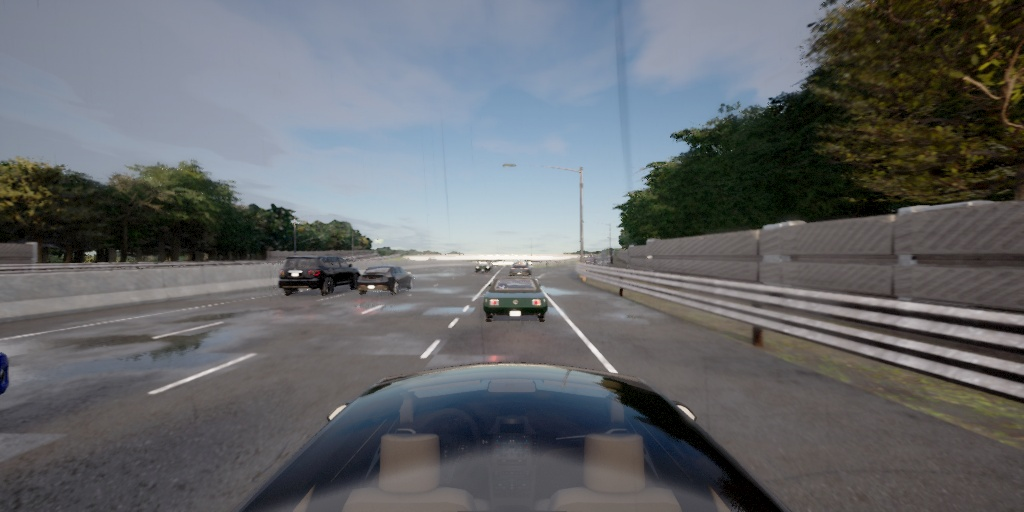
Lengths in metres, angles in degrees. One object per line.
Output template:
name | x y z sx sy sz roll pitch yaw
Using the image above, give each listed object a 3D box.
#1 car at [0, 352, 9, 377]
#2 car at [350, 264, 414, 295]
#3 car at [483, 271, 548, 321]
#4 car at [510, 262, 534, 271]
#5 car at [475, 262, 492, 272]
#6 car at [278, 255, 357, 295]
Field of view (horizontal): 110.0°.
car | -6.900 0.972 1.656 2.150 2.045 5.566 0 0 0
car | -6.899 1.271 19.992 1.837 1.490 4.892 0 0 0
car | 0.101 1.361 12.470 1.895 1.301 4.718 0 0 0
car | 0.890 1.264 32.377 2.128 1.511 4.902 0 0 6
car | -3.497 1.399 45.423 1.895 1.301 4.718 0 0 0
car | -10.399 0.988 19.877 2.150 2.045 5.566 0 0 0
